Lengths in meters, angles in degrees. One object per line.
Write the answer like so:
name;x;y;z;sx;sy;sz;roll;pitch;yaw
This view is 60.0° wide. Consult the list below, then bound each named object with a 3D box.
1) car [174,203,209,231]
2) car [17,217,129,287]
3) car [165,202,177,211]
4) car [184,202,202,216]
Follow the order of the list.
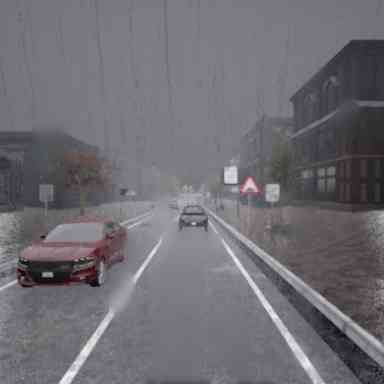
car;0.100;1.742;22.497;2.128;1.511;4.902;0;-1;0
car;-3.099;1.531;9.648;1.882;1.535;5.008;0;-1;0
car;-3.066;2.282;52.178;1.994;1.385;4.181;0;-1;0
car;0.101;2.040;40.812;2.128;1.511;4.902;0;-1;0
